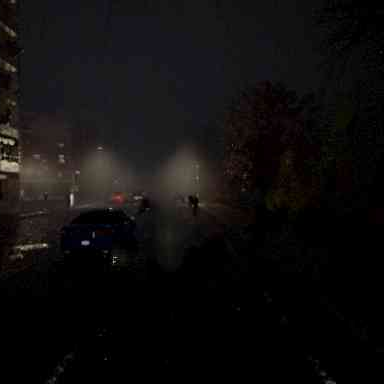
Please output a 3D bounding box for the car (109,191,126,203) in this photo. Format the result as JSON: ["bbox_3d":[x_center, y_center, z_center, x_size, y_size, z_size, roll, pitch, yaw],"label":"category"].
[{"bbox_3d":[-12.041,0.823,54.346,2.150,2.045,5.566,0,0,-4],"label":"car"}]

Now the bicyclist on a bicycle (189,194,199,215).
[{"bbox_3d":[0.283,1.166,27.411,0.659,1.776,1.843,0,1,-2],"label":"bicyclist on a bicycle"}]

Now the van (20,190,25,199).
[{"bbox_3d":[-34.099,0.440,63.440,3.998,1.788,1.690,1,-1,-34],"label":"van"}]

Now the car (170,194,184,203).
[{"bbox_3d":[-2.386,1.071,57.038,1.837,1.490,4.892,0,0,-5],"label":"car"}]

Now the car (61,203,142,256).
[{"bbox_3d":[-3.311,1.384,12.650,1.882,1.535,5.008,0,0,-1],"label":"car"}]

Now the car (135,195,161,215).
[{"bbox_3d":[-3.929,1.296,31.041,1.812,1.442,4.674,0,0,-3],"label":"car"}]

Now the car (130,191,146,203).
[{"bbox_3d":[-8.827,0.816,54.905,2.150,2.045,5.566,0,0,-4],"label":"car"}]
